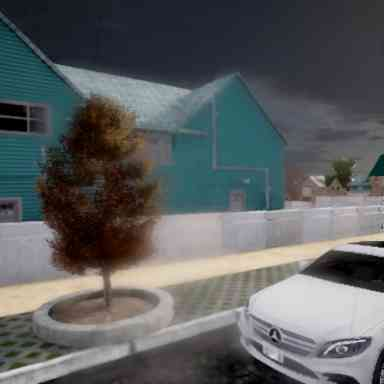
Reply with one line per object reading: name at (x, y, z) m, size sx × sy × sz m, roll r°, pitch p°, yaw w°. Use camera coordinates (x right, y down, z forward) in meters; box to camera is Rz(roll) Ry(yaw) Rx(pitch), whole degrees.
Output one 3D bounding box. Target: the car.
car at (2.802, 1.535, 5.062) m, size 4.674 × 1.442 × 1.812 m, roll 0°, pitch 0°, yaw -35°
